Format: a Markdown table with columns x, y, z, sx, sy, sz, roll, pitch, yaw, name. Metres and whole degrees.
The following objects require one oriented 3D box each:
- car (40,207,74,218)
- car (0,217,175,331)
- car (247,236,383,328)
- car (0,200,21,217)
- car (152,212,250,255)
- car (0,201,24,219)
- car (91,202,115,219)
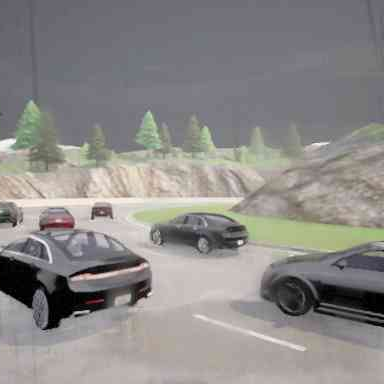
| x | y | z | sx | sy | sz | roll | pitch | yaw | name |
| --- | --- | --- | --- | --- | --- | --- | --- | --- | --- |
| -8.807 | 1.675 | 21.621 | 1.994 | 1.385 | 4.181 | 0 | 0 | -25 | car |
| -2.859 | 1.530 | 7.064 | 4.902 | 1.511 | 2.128 | 0 | 0 | 44 | car |
| 3.426 | 1.626 | 6.161 | 4.181 | 1.385 | 1.994 | 0 | 0 | 37 | car |
| -19.504 | 1.635 | 33.764 | 2.128 | 1.511 | 4.902 | 0 | 0 | -7 | car |
| 0.143 | 1.605 | 13.975 | 1.837 | 1.490 | 4.892 | 0 | 0 | -42 | car |
| -13.437 | 1.456 | 23.840 | 2.097 | 1.767 | 4.553 | 0 | 0 | -21 | car |
| -8.399 | 1.658 | 31.438 | 1.882 | 1.535 | 5.008 | 0 | 0 | -12 | car |
